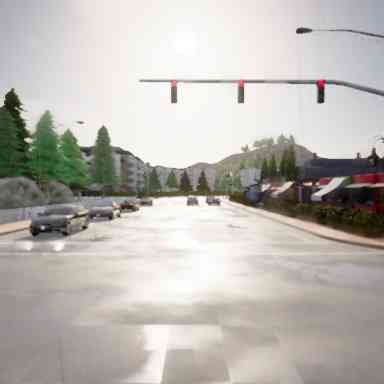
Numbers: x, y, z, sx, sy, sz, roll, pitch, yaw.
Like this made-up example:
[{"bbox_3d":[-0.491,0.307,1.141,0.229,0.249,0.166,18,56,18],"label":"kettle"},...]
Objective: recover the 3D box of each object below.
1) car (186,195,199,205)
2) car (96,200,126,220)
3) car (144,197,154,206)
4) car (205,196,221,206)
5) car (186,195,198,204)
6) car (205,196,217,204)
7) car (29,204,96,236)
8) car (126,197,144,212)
[{"bbox_3d":[0.084,1.422,53.623,1.994,1.385,4.181,0,0,0],"label":"car"},{"bbox_3d":[-7.109,1.469,27.578,1.812,1.442,4.674,0,0,0],"label":"car"},{"bbox_3d":[-7.046,1.441,51.053,1.994,1.385,4.181,0,0,1],"label":"car"},{"bbox_3d":[3.483,1.455,52.963,1.895,1.301,4.718,0,0,0],"label":"car"},{"bbox_3d":[-0.020,1.325,62.519,2.128,1.511,4.902,0,0,0],"label":"car"},{"bbox_3d":[3.480,1.430,61.871,1.895,1.301,4.718,0,0,0],"label":"car"},{"bbox_3d":[-7.126,1.474,18.387,1.837,1.490,4.892,0,0,1],"label":"car"},{"bbox_3d":[-7.094,1.515,37.877,1.895,1.301,4.718,0,0,0],"label":"car"}]
